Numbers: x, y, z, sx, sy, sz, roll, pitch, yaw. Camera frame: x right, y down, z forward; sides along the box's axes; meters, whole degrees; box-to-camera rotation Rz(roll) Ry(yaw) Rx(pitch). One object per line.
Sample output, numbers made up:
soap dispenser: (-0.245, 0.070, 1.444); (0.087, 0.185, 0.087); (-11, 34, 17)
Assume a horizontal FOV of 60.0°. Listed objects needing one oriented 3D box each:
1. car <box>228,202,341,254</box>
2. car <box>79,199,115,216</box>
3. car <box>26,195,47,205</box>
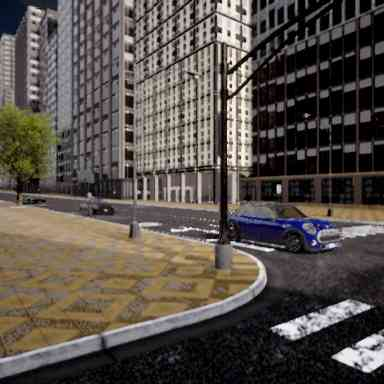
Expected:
car: (3.501, 1.243, 13.291); (2.097, 1.767, 4.553); (0, 0, -37)
car: (-8.298, 1.307, 29.032); (1.994, 1.385, 4.181); (0, 0, -37)
car: (-22.309, 1.122, 47.725); (1.895, 1.301, 4.718); (0, 0, -37)
